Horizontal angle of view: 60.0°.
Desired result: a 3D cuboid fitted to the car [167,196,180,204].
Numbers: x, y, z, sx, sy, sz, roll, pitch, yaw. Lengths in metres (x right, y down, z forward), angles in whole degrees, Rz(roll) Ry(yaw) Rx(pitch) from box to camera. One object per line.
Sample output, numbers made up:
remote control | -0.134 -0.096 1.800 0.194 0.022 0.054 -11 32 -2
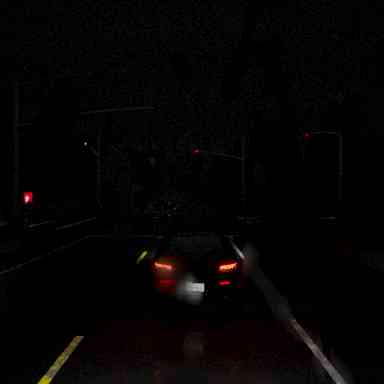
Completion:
car | -3.481 1.491 63.159 2.128 1.511 4.902 0 0 0

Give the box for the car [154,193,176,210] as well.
car | -3.546 1.352 42.395 2.097 1.767 4.553 0 0 0

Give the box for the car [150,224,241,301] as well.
car | 0.082 1.526 8.183 1.812 1.442 4.674 0 0 0

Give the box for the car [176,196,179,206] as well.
car | -3.532 1.223 52.480 2.150 2.045 5.566 0 0 0

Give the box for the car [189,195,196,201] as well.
car | 0.095 1.525 80.977 2.128 1.511 4.902 0 0 0

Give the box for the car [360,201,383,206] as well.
car | 15.573 1.528 28.741 5.357 1.411 2.033 0 0 -6
